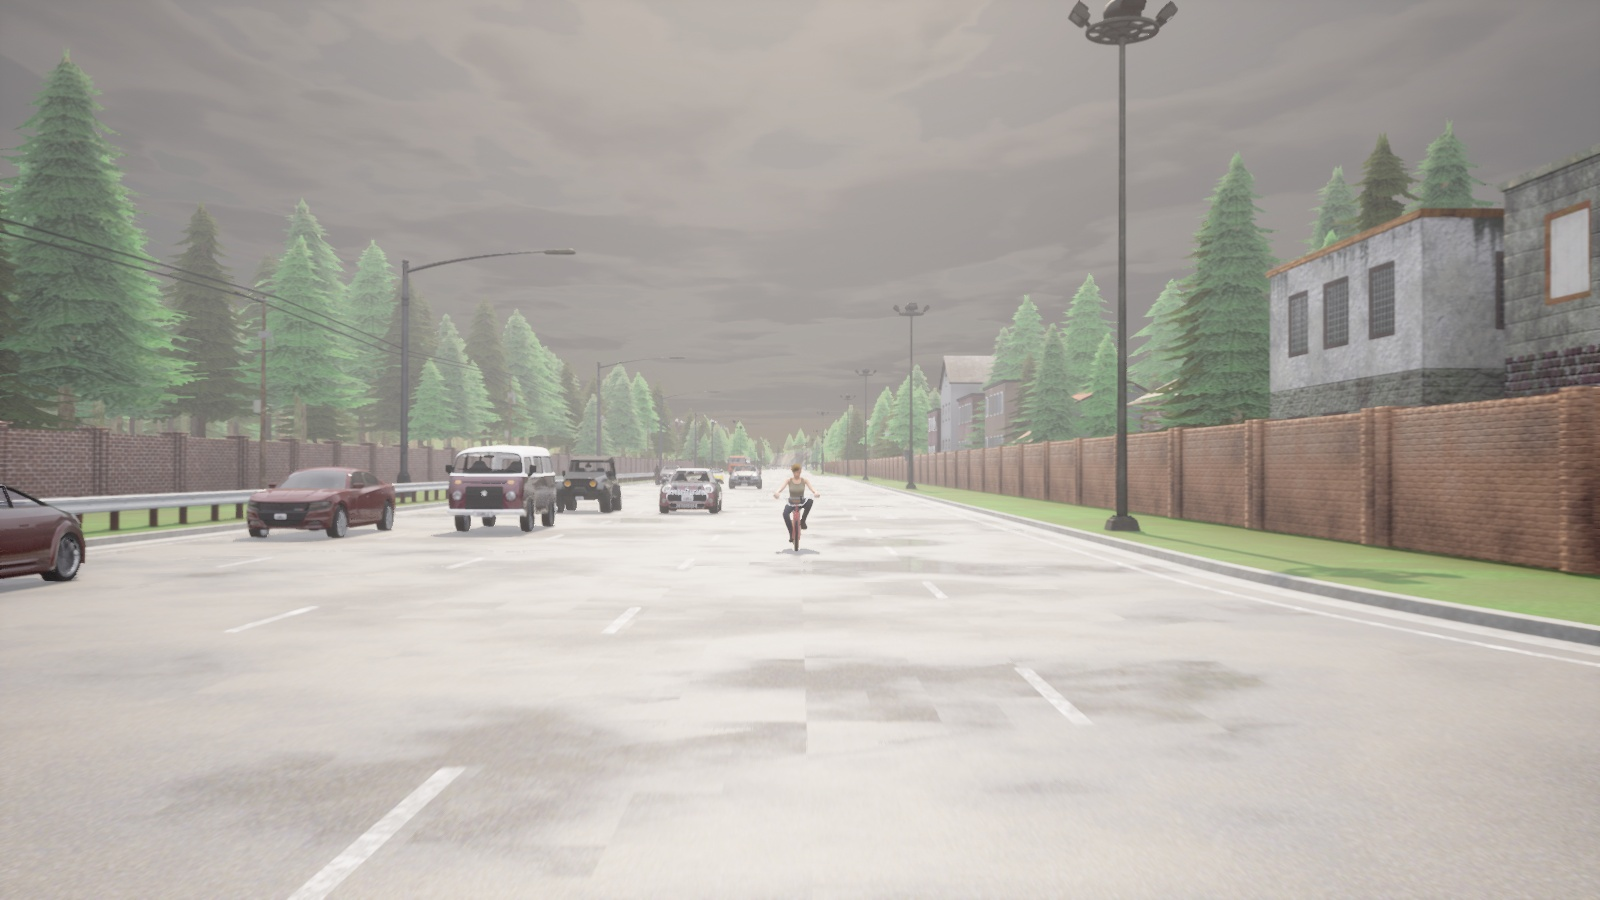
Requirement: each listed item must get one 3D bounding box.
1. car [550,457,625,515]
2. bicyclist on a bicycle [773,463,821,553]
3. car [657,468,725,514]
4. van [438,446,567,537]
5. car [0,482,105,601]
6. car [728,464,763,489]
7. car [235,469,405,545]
[{"bbox_3d":[-7.102,1.184,42.306,1.905,1.878,3.866,0,-1,0],"label":"car"},{"bbox_3d":[-0.052,1.049,23.293,0.866,1.612,1.509,0,-1,0],"label":"bicyclist on a bicycle"},{"bbox_3d":[-3.601,1.337,42.084,1.970,1.475,3.806,0,-1,0],"label":"car"},{"bbox_3d":[-7.074,0.956,30.337,2.069,2.038,4.480,0,-1,0],"label":"van"},{"bbox_3d":[-10.536,1.112,15.146,1.994,1.385,4.181,0,-1,0],"label":"car"},{"bbox_3d":[-3.708,1.795,86.488,2.242,1.667,4.611,0,-1,0],"label":"car"},{"bbox_3d":[-10.568,1.195,28.095,1.882,1.535,5.008,0,-1,0],"label":"car"}]
